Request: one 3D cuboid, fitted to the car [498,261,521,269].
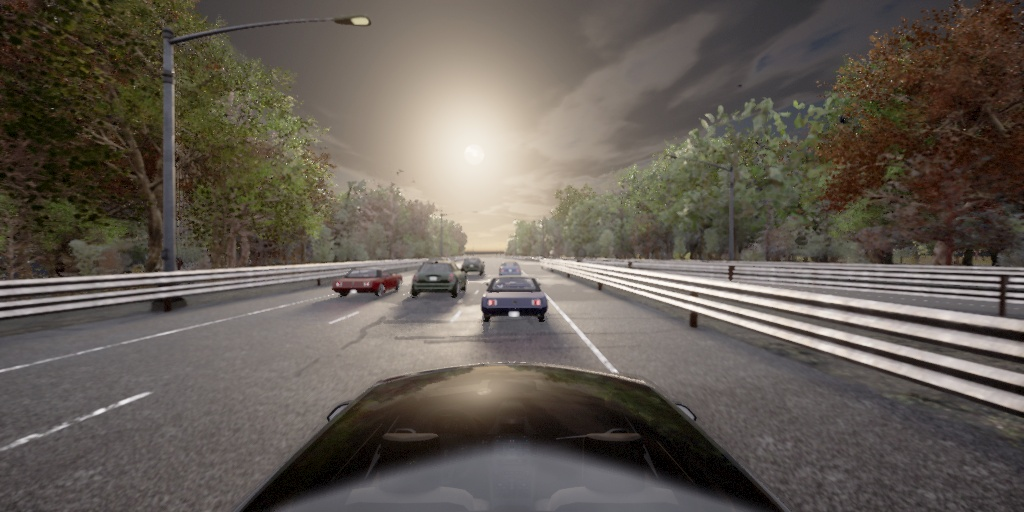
[{"bbox_3d":[-0.185,1.158,29.787,2.033,1.411,5.357,0,0,-1],"label":"car"}]

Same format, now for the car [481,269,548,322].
[{"bbox_3d":[0.048,1.297,12.077,1.895,1.301,4.718,0,0,0],"label":"car"}]

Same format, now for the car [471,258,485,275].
[{"bbox_3d":[-3.816,0.938,35.631,2.097,1.767,4.553,0,0,-1],"label":"car"}]

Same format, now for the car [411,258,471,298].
[{"bbox_3d":[-3.512,1.019,18.023,2.097,1.767,4.553,0,0,-1],"label":"car"}]

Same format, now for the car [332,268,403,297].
[{"bbox_3d":[-7.009,1.268,18.029,1.895,1.301,4.718,0,0,-1],"label":"car"}]
